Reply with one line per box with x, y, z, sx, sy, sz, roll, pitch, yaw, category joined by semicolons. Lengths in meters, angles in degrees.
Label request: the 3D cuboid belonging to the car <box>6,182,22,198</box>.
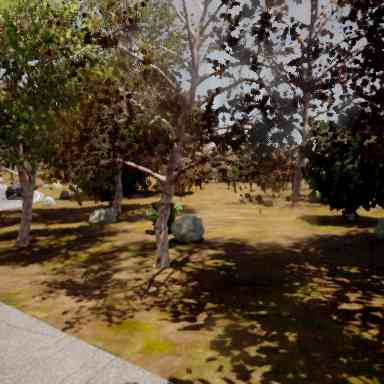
-17.553;-0.253;34.063;1.837;1.490;4.892;5;4;-18;car
